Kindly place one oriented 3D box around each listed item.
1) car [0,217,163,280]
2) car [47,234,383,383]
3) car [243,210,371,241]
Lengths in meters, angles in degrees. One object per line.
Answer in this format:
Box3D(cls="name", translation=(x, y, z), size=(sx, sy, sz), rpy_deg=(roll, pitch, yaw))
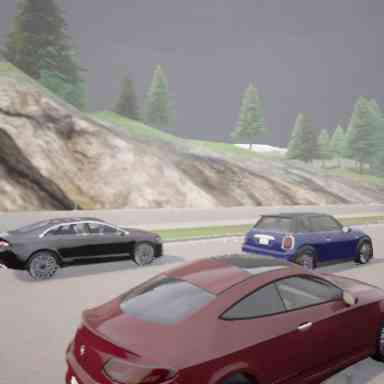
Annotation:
Box3D(cls="car", translation=(-3.164, 1.505, 9.971), size=(4.902, 1.511, 2.128), rpy_deg=(1, 0, -36))
Box3D(cls="car", translation=(0.865, 1.548, 4.260), size=(4.674, 1.442, 1.812), rpy_deg=(1, 0, -36))
Box3D(cls="car", translation=(3.756, 1.422, 10.581), size=(4.553, 1.767, 2.097), rpy_deg=(1, 0, -35))
